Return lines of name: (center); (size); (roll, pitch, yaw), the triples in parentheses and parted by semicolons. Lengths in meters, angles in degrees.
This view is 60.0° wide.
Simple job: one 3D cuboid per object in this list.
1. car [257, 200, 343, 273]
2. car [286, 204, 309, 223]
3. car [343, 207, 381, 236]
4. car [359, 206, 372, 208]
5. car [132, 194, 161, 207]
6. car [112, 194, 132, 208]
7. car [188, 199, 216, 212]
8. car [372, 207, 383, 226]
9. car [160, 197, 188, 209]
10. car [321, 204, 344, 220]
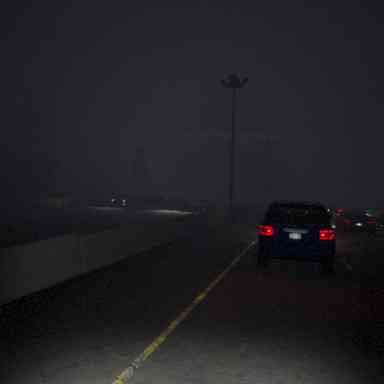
car: (3.595, 1.308, 11.501); (2.150, 2.045, 5.566); (2, 0, 18)
car: (9.586, 1.859, 30.199); (1.812, 1.442, 4.674); (2, 0, 18)
car: (10.477, 1.912, 21.532); (1.994, 1.385, 4.181); (2, 0, 18)
car: (18.779, 2.211, 35.948); (1.812, 1.442, 4.674); (2, 0, 18)
car: (-5.132, 0.906, 41.850); (1.882, 1.535, 5.008); (2, 0, 18)
car: (-8.457, 1.054, 42.966); (2.097, 1.767, 4.553); (2, 0, 18)
car: (1.519, 1.577, 39.727); (1.882, 1.535, 5.008); (2, 0, 18)
car: (15.169, 2.075, 24.710); (2.033, 1.411, 5.357); (2, 0, 18)
car: (-1.808, 1.292, 40.790); (1.994, 1.385, 4.181); (2, 0, 18)
car: (15.132, 2.076, 36.033); (1.812, 1.442, 4.674); (2, 0, 18)
